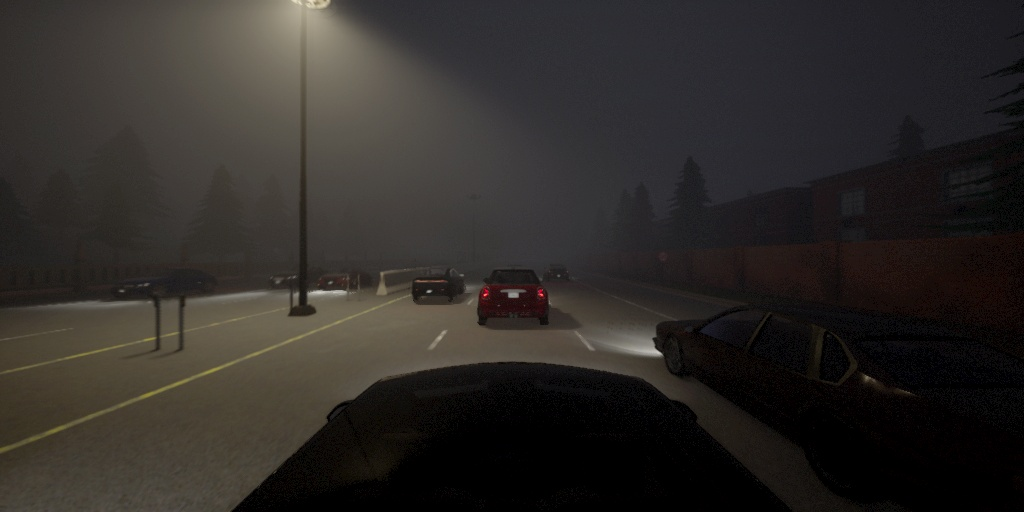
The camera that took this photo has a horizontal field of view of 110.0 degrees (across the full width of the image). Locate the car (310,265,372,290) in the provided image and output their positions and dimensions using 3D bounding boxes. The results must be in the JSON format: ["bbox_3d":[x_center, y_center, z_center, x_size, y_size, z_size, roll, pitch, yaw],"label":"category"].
[{"bbox_3d":[-10.613,1.386,22.992,1.994,1.385,4.181,0,0,1],"label":"car"}]

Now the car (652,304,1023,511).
[{"bbox_3d":[3.587,1.306,4.358,2.033,1.411,5.357,0,0,0],"label":"car"}]

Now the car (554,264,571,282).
[{"bbox_3d":[3.728,1.370,30.457,1.812,1.442,4.674,0,0,1],"label":"car"}]

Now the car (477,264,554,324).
[{"bbox_3d":[0.030,1.137,12.273,2.097,1.767,4.553,0,0,0],"label":"car"}]

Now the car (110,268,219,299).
[{"bbox_3d":[-17.663,1.333,18.574,1.812,1.442,4.674,0,0,0],"label":"car"}]

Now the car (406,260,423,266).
[{"bbox_3d":[-16.680,1.447,61.460,2.128,1.511,4.902,0,0,2],"label":"car"}]

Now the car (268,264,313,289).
[{"bbox_3d":[-14.098,1.318,24.105,2.128,1.511,4.902,0,0,1],"label":"car"}]

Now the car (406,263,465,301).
[{"bbox_3d":[-3.470,1.295,17.517,2.128,1.511,4.902,0,0,0],"label":"car"}]
